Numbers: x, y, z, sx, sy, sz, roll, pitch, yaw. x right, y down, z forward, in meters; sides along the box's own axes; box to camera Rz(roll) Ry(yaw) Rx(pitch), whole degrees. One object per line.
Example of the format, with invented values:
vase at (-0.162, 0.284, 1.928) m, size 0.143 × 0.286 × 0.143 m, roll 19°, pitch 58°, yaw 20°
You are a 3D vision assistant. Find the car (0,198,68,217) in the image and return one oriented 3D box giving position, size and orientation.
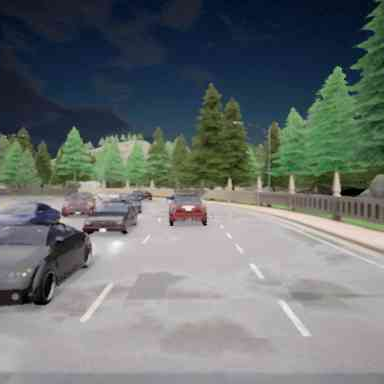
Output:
car at (-7.337, 1.195, 14.710) m, size 1.812 × 1.442 × 4.674 m, roll 0°, pitch 1°, yaw -2°

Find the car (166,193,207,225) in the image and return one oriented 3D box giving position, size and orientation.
car at (-0.359, 0.894, 19.935) m, size 2.097 × 1.767 × 4.553 m, roll 0°, pitch 1°, yaw -5°

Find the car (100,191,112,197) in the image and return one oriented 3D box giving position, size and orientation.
car at (-11.203, 0.575, 45.321) m, size 1.895 × 1.301 × 4.718 m, roll -1°, pitch 2°, yaw -41°

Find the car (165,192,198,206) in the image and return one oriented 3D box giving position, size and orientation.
car at (-1.249, 0.755, 36.947) m, size 1.895 × 1.301 × 4.718 m, roll -1°, pitch 1°, yaw -25°

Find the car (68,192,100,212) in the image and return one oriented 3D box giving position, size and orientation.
car at (-8.195, 0.796, 24.587) m, size 2.097 × 1.767 × 4.553 m, roll 0°, pitch 1°, yaw -13°

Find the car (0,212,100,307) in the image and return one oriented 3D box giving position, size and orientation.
car at (-3.702, 1.393, 7.522) m, size 1.994 × 1.385 × 4.181 m, roll 0°, pitch 1°, yaw -1°

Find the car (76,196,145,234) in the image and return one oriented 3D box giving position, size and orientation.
car at (-3.846, 1.167, 16.706) m, size 2.033 × 1.411 × 5.357 m, roll 0°, pitch 1°, yaw -2°

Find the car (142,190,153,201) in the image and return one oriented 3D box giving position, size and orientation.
car at (-7.423, 0.449, 46.529) m, size 1.837 × 1.490 × 4.892 m, roll -1°, pitch 2°, yaw -42°

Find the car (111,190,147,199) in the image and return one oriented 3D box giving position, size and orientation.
car at (-5.172, 0.878, 26.979) m, size 2.128 × 1.511 × 4.902 m, roll 0°, pitch 1°, yaw -15°
